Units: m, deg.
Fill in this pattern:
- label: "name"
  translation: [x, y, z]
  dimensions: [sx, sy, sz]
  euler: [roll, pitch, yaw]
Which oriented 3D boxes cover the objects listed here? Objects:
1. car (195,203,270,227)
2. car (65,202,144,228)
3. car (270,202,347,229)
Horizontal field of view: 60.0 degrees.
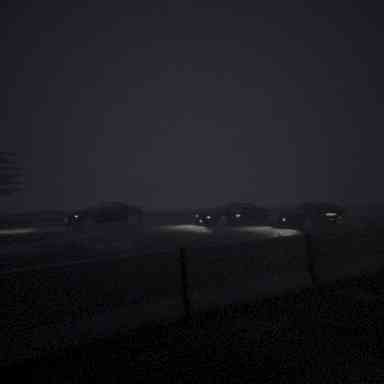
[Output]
- label: "car"
  translation: [2.861, 1.431, 22.167]
  dimensions: [5.357, 1.411, 2.033]
  euler: [0, 0, -30]
- label: "car"
  translation: [-5.451, 1.397, 21.180]
  dimensions: [4.902, 1.511, 2.128]
  euler: [0, 0, -32]
- label: "car"
  translation: [7.536, 1.386, 20.758]
  dimensions: [4.892, 1.490, 1.837]
  euler: [0, 0, -29]
